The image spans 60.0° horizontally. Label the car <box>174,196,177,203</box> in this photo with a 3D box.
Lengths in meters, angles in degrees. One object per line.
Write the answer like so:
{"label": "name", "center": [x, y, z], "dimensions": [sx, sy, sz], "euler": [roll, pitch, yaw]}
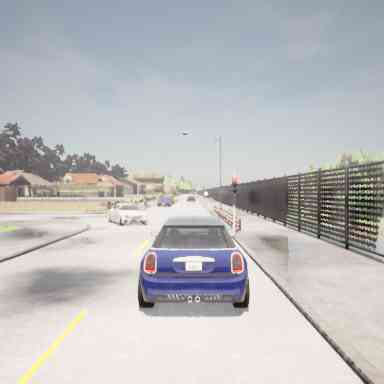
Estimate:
{"label": "car", "center": [-4.183, 1.543, 60.701], "dimensions": [2.033, 1.411, 5.357], "euler": [0, 0, 0]}

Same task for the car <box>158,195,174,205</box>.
{"label": "car", "center": [-4.182, 1.522, 50.933], "dimensions": [1.812, 1.442, 4.674], "euler": [0, 0, 0]}

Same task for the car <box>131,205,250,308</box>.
{"label": "car", "center": [0.038, 1.351, 8.078], "dimensions": [2.097, 1.767, 4.553], "euler": [0, 0, 0]}

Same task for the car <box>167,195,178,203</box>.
{"label": "car", "center": [-4.133, 1.473, 70.964], "dimensions": [1.882, 1.535, 5.008], "euler": [0, 0, 0]}

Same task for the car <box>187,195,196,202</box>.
{"label": "car", "center": [-0.143, 1.519, 76.278], "dimensions": [1.812, 1.442, 4.674], "euler": [0, 0, 0]}

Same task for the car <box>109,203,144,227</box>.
{"label": "car", "center": [-4.486, 1.524, 23.213], "dimensions": [1.812, 1.442, 4.674], "euler": [2, -1, -27]}
